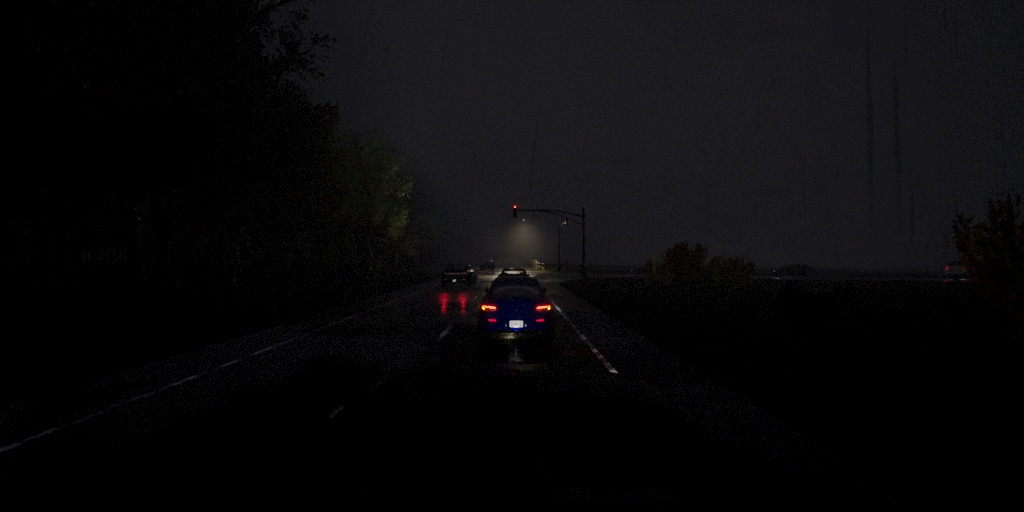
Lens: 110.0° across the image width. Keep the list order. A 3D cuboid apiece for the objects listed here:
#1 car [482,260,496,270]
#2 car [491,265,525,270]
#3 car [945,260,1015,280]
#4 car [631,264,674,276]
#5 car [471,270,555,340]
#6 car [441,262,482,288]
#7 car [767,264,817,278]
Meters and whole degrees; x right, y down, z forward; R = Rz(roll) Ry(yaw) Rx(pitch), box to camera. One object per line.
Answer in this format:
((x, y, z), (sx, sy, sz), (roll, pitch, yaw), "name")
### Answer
((-3.401, 1.248, 51.093), (2.128, 1.511, 4.902), (0, 0, 0), "car")
((0.099, 1.318, 18.661), (1.994, 1.385, 4.181), (0, 0, 0), "car")
((48.549, 1.498, 37.192), (5.566, 2.045, 2.150), (1, -1, 0), "car")
((16.151, 1.489, 41.018), (4.892, 1.490, 1.837), (1, -1, 2), "car")
((0.100, 1.278, 9.906), (1.812, 1.442, 4.674), (0, 0, 0), "car")
((-3.401, 1.246, 23.616), (2.128, 1.511, 4.902), (0, 0, 0), "car")
((31.837, 1.659, 40.859), (4.892, 1.490, 1.837), (1, -1, 0), "car")
